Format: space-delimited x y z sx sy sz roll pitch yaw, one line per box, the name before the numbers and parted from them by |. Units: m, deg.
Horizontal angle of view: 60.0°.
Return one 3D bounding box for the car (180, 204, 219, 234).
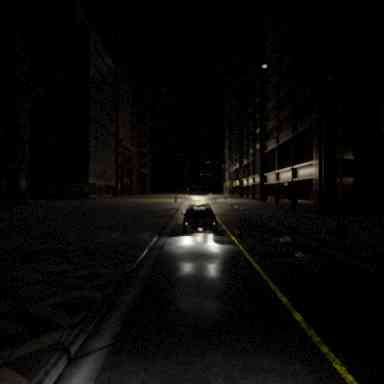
car | 0.408 1.391 18.560 2.033 1.411 5.357 0 0 0
